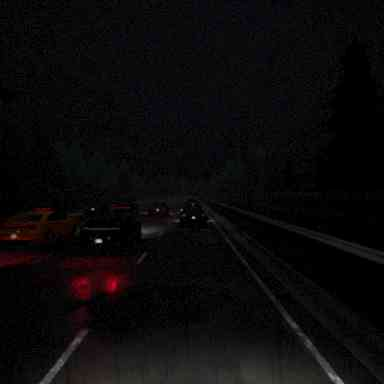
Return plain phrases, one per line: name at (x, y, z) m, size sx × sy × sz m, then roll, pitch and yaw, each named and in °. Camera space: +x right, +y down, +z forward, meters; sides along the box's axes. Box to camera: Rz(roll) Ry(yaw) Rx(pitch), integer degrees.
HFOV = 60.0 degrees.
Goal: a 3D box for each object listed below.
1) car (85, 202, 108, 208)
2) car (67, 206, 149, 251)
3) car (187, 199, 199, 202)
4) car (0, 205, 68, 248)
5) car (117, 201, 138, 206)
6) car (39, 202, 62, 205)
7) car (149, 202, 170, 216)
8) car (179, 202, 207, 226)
car at (-10.421, 1.800, 36.972) m, size 1.994 × 1.385 × 4.181 m, roll 0°, pitch 0°, yaw 0°
car at (-3.407, 1.586, 14.569) m, size 2.128 × 1.511 × 4.902 m, roll 0°, pitch 0°, yaw 0°
car at (0.081, 1.621, 42.406) m, size 2.097 × 1.767 × 4.553 m, roll 0°, pitch 0°, yaw 0°
car at (-6.908, 1.576, 15.406) m, size 1.882 × 1.535 × 5.008 m, roll 0°, pitch 0°, yaw 0°
car at (-6.922, 1.733, 35.475) m, size 1.837 × 1.490 × 4.892 m, roll 0°, pitch 0°, yaw 0°
car at (-13.925, 1.717, 33.134) m, size 1.837 × 1.490 × 4.892 m, roll 0°, pitch 0°, yaw 0°
car at (-3.424, 1.789, 35.221) m, size 1.994 × 1.385 × 4.181 m, roll 0°, pitch 0°, yaw 0°
car at (0.094, 1.721, 24.526) m, size 1.994 × 1.385 × 4.181 m, roll 0°, pitch 0°, yaw 0°
